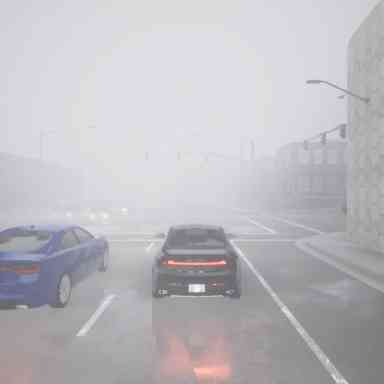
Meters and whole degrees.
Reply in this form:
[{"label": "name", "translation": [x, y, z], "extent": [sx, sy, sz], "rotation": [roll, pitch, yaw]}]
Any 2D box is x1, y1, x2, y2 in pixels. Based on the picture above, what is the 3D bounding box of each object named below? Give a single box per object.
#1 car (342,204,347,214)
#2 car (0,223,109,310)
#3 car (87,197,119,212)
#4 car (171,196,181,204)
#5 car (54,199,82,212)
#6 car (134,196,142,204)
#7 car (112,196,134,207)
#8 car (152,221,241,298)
[{"label": "car", "translation": [14.996, 1.015, 27.522], "extent": [5.008, 1.535, 1.882], "rotation": [-5, 0, 0]}, {"label": "car", "translation": [-3.401, 1.478, 7.933], "extent": [1.882, 1.535, 5.008], "rotation": [0, 0, 0]}, {"label": "car", "translation": [-10.474, 1.601, 39.412], "extent": [1.895, 1.301, 4.718], "rotation": [0, 0, 0]}, {"label": "car", "translation": [-3.206, 1.477, 65.999], "extent": [1.882, 1.535, 5.008], "rotation": [0, 0, 0]}, {"label": "car", "translation": [-14.074, 1.526, 38.131], "extent": [1.812, 1.442, 4.674], "rotation": [0, 0, 1]}, {"label": "car", "translation": [-10.378, 1.525, 61.632], "extent": [1.812, 1.442, 4.674], "rotation": [0, 0, 0]}, {"label": "car", "translation": [-10.442, 1.601, 49.989], "extent": [1.895, 1.301, 4.718], "rotation": [0, 0, 0]}, {"label": "car", "translation": [0.104, 1.505, 8.478], "extent": [1.837, 1.490, 4.892], "rotation": [0, 0, 0]}]
